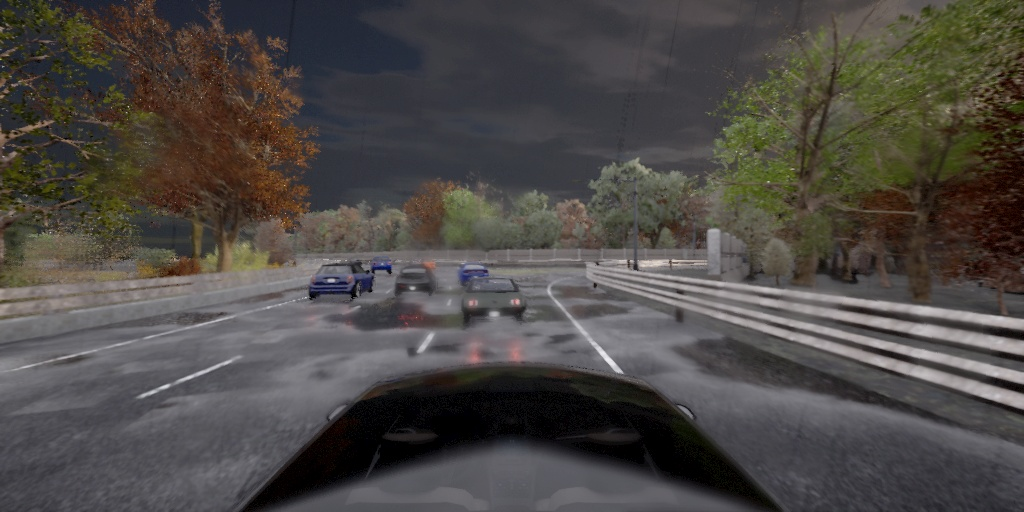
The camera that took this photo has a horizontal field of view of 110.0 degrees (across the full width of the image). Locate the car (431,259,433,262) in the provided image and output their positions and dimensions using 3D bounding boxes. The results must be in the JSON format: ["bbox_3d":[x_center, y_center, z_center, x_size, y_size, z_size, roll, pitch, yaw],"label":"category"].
[{"bbox_3d":[-13.040,1.151,53.527,2.097,1.767,4.553,0,0,-28],"label":"car"}]

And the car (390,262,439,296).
[{"bbox_3d":[-5.137,1.275,19.488,1.837,1.490,4.892,0,0,-9],"label":"car"}]

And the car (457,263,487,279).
[{"bbox_3d":[-2.863,1.239,25.970,1.882,1.535,5.008,0,0,-12],"label":"car"}]

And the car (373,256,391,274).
[{"bbox_3d":[-15.752,1.029,43.012,2.150,2.045,5.566,0,0,-24],"label":"car"}]

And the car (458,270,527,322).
[{"bbox_3d":[-0.716,1.354,12.352,1.895,1.301,4.718,0,0,-6],"label":"car"}]

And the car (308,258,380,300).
[{"bbox_3d":[-8.491,1.133,18.324,2.097,1.767,4.553,0,0,-9],"label":"car"}]

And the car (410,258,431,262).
[{"bbox_3d":[-10.621,1.281,39.552,2.128,1.511,4.902,0,0,-21],"label":"car"}]
